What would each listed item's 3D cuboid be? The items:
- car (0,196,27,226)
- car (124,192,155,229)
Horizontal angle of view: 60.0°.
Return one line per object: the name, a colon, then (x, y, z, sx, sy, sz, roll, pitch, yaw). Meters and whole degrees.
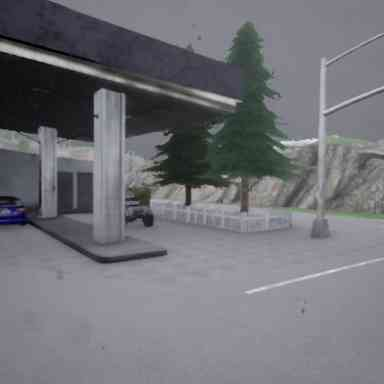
car: (-10.883, 1.038, 19.016, 2.242, 1.667, 4.611, 0, 2, -36)
car: (-3.754, 0.955, 18.755, 1.905, 1.878, 3.866, 0, 2, -36)
